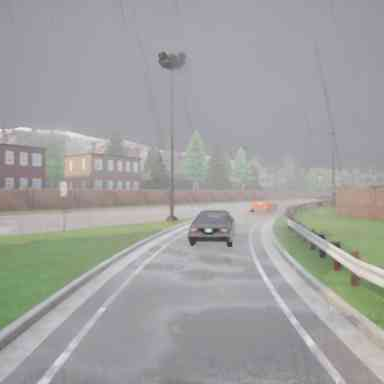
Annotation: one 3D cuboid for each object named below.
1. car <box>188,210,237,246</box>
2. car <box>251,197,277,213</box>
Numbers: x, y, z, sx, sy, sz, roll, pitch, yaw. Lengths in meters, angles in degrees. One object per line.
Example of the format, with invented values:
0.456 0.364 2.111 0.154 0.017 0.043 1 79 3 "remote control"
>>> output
1.046 1.535 15.327 2.033 1.411 5.357 0 0 9 "car"
8.035 1.320 36.738 2.097 1.767 4.553 0 0 25 "car"
